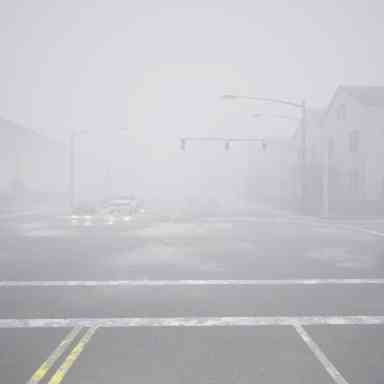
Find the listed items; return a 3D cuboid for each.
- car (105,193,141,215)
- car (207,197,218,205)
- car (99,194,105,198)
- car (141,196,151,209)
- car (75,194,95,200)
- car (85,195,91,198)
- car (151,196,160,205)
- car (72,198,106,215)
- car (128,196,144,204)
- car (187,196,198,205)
[{"bbox_3d":[-7.066,1.221,34.714,2.150,2.045,5.566,0,0,0],"label":"car"},{"bbox_3d":[3.558,1.599,58.695,1.895,1.301,4.718,0,0,0],"label":"car"},{"bbox_3d":[-10.557,1.217,42.939,2.150,2.045,5.566,0,1,0],"label":"car"},{"bbox_3d":[-7.055,1.503,44.285,1.837,1.490,4.892,0,0,0],"label":"car"},{"bbox_3d":[-28.880,1.452,89.786,2.038,1.542,4.974,0,0,29],"label":"car"},{"bbox_3d":[-28.095,1.452,84.419,2.038,1.542,4.974,0,0,-36],"label":"car"},{"bbox_3d":[-7.007,1.477,61.089,1.882,1.535,5.008,0,0,0],"label":"car"},{"bbox_3d":[-10.566,1.564,33.686,1.994,1.385,4.181,0,0,0],"label":"car"},{"bbox_3d":[-10.490,1.547,62.648,2.033,1.411,5.357,0,0,1],"label":"car"},{"bbox_3d":[0.059,1.491,58.669,2.128,1.511,4.902,0,0,0],"label":"car"}]
